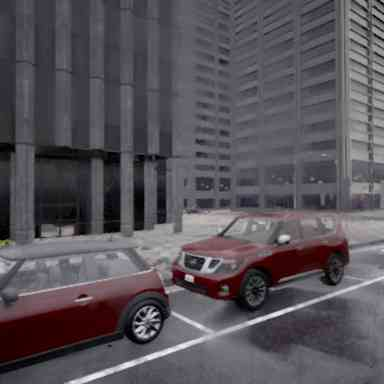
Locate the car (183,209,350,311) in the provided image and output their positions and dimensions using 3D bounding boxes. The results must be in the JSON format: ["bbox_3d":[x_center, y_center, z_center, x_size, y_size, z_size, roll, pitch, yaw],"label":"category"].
[{"bbox_3d":[1.947,1.427,8.215,5.009,1.841,2.192,0,-1,-37],"label":"car"}]

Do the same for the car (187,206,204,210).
[{"bbox_3d":[0.910,3.168,56.558,1.812,1.442,4.674,0,-2,-37],"label":"car"}]

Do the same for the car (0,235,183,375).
[{"bbox_3d":[-2.406,1.522,4.873,4.097,1.590,1.967,0,-1,-37],"label":"car"}]
